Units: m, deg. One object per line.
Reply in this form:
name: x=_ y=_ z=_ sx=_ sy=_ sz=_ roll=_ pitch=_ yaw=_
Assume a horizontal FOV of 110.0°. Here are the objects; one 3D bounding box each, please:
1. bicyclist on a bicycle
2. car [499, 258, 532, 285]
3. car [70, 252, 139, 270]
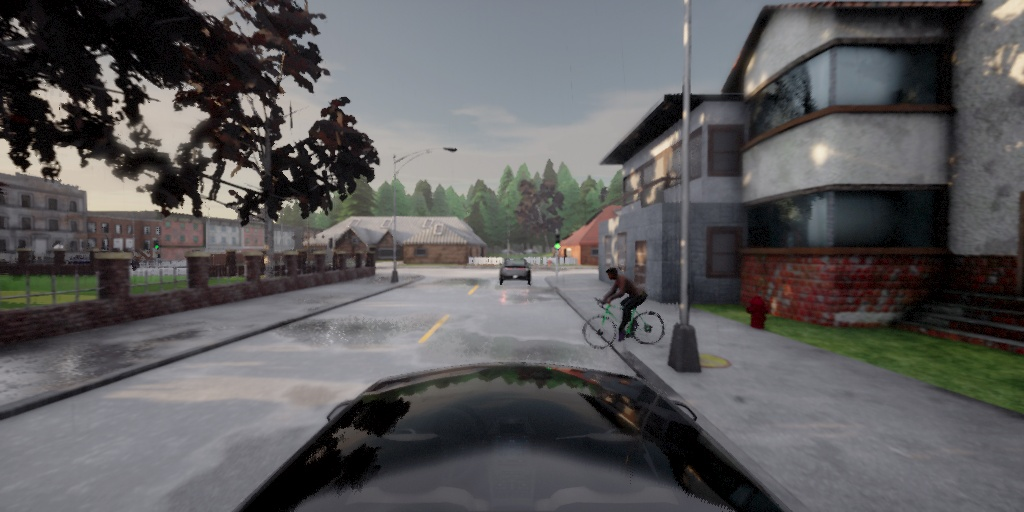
bicyclist on a bicycle: x=2.205 y=1.030 z=7.164 sx=1.656 sy=1.620 sz=0.582 roll=-4 pitch=1 yaw=0
car: x=0.206 y=0.879 z=21.955 sx=2.128 sy=1.511 sz=4.902 roll=0 pitch=1 yaw=1
car: x=-36.687 y=0.450 z=32.351 sx=4.553 sy=1.767 sz=2.097 roll=0 pitch=1 yaw=1
